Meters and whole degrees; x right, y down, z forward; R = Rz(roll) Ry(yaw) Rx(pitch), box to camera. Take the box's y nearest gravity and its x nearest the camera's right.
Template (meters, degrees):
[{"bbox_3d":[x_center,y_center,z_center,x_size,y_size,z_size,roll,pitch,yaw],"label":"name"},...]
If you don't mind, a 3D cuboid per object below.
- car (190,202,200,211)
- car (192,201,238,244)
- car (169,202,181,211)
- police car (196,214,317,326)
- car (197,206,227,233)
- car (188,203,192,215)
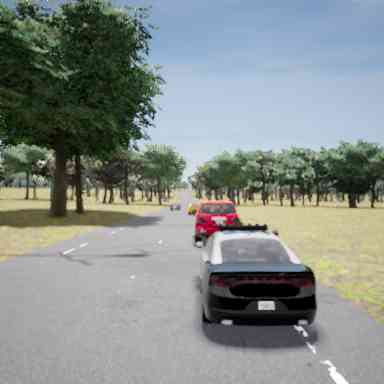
[{"bbox_3d":[0.508,2.698,62.642,1.812,1.442,4.674,0,-1,0],"label":"car"},{"bbox_3d":[1.220,1.478,17.460,2.150,2.045,5.566,0,-1,1],"label":"car"},{"bbox_3d":[-3.011,2.609,59.671,2.128,1.511,4.902,0,-1,0],"label":"car"},{"bbox_3d":[1.130,1.523,7.535,1.930,1.638,5.238,0,-1,1],"label":"police car"},{"bbox_3d":[1.275,1.840,23.428,1.882,1.535,5.008,0,-1,1],"label":"car"},{"bbox_3d":[0.450,2.281,45.399,1.882,1.535,5.008,0,-1,1],"label":"car"}]
